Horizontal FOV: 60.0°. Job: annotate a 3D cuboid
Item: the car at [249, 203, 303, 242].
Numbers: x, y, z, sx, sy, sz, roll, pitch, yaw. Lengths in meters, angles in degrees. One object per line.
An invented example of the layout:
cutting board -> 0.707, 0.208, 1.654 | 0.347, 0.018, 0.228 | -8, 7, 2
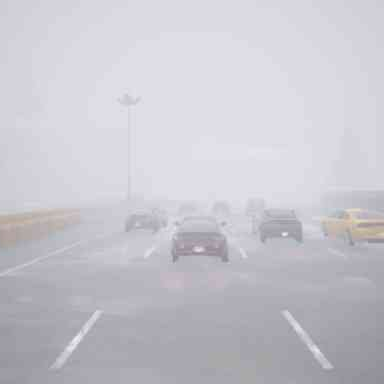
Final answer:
car -> 4.097, 1.523, 16.434 | 1.837, 1.490, 4.892 | 0, 0, 4

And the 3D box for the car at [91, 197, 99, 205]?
car -> -15.775, 1.556, 58.593 | 2.128, 1.511, 4.902 | 0, 0, 19

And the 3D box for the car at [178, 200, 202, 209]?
car -> -0.193, 1.565, 35.572 | 1.812, 1.442, 4.674 | 0, 0, 12

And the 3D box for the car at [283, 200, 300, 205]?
car -> 10.547, 1.565, 35.598 | 1.812, 1.442, 4.674 | 0, 0, 13

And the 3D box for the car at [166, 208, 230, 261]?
car -> 0.308, 1.539, 12.225 | 1.812, 1.442, 4.674 | 0, 0, 2

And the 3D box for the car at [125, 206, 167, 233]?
car -> -2.638, 1.548, 19.786 | 1.812, 1.442, 4.674 | 0, 0, 5

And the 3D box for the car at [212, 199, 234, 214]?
car -> 3.184, 1.543, 34.651 | 1.837, 1.490, 4.892 | 0, 0, 12

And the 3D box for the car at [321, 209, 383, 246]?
car -> 7.503, 1.494, 15.265 | 1.882, 1.535, 5.008 | 0, 0, 4

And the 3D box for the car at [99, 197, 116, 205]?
car -> -12.932, 1.610, 56.236 | 2.033, 1.411, 5.357 | 0, 0, 18

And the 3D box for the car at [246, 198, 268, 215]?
car -> 6.703, 1.390, 34.315 | 2.097, 1.767, 4.553 | 0, 0, 12

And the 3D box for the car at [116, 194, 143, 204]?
car -> -9.732, 1.282, 54.716 | 2.150, 2.045, 5.566 | 0, 0, 18

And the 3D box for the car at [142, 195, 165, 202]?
car -> -5.947, 1.565, 54.908 | 1.837, 1.490, 4.892 | 0, 0, 19
